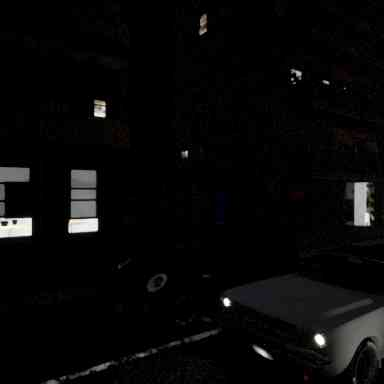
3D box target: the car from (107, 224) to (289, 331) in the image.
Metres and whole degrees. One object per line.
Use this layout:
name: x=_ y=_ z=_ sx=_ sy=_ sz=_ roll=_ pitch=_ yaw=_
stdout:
car: x=0.371 y=1.451 z=6.829 sx=4.097 sy=1.590 sz=1.967 roll=0 pitch=0 yaw=-36

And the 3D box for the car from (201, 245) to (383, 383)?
car: x=2.639 y=1.614 z=5.267 sx=4.718 sy=1.301 sz=1.895 roll=0 pitch=0 yaw=-36
